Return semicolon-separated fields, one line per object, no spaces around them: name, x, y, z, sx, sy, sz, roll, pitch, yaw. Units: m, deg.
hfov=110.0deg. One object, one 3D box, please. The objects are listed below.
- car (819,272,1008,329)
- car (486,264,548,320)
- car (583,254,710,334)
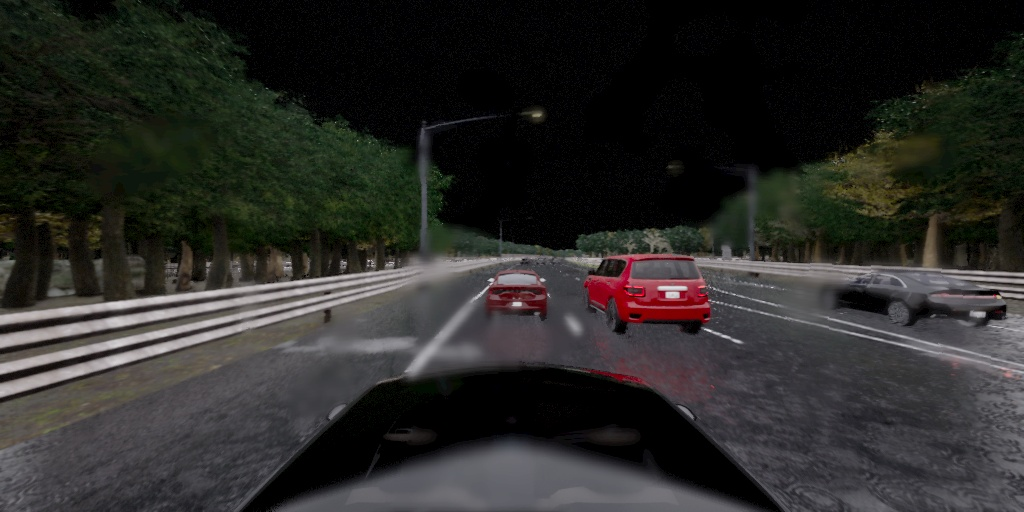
car;12.017;1.237;11.301;2.128;1.511;4.902;-1;0;10
car;0.177;1.225;12.727;1.882;1.535;5.008;0;0;1
car;3.654;0.971;10.787;2.150;2.045;5.566;0;0;1
